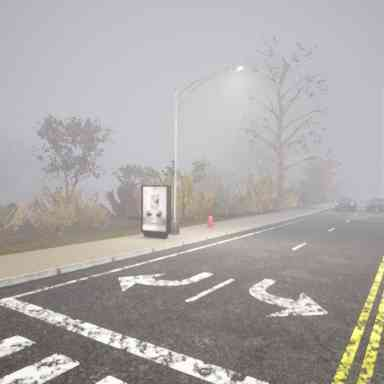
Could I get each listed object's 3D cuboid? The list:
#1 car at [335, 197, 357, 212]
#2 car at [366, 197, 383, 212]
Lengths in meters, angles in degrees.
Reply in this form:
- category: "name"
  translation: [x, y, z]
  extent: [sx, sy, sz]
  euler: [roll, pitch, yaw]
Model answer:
- category: "car"
  translation: [18.519, 1.400, 39.887]
  extent: [2.097, 1.767, 4.553]
  euler: [0, 0, 30]
- category: "car"
  translation: [21.330, 1.403, 38.257]
  extent: [2.097, 1.767, 4.553]
  euler: [0, 0, 30]
